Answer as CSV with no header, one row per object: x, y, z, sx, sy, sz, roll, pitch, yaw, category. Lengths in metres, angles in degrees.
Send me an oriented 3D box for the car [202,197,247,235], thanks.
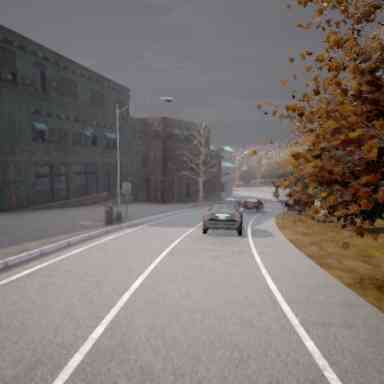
1.874,1.310,18.934,2.097,1.767,4.553,1,0,9,car

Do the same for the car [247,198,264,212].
7.486,1.492,40.185,1.882,1.535,5.008,2,0,20,car

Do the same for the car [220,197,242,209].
5.200,1.438,43.825,1.812,1.442,4.674,2,0,21,car
